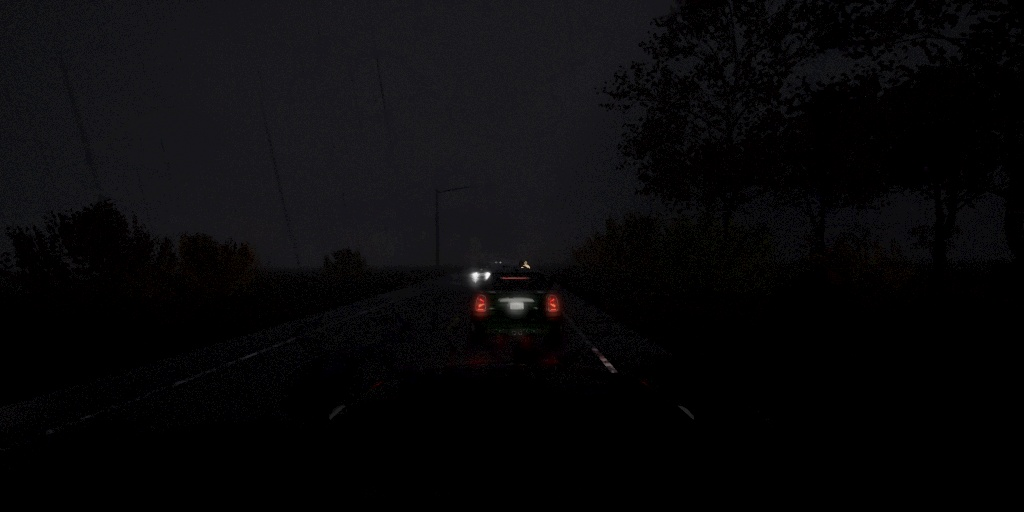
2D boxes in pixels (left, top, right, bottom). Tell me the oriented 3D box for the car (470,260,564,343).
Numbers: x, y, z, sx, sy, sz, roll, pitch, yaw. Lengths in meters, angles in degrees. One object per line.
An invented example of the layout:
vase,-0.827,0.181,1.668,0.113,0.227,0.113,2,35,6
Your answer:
car,0.113,1.099,9.857,2.097,1.767,4.553,0,0,0

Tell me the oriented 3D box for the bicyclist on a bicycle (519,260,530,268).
bicyclist on a bicycle,0.973,1.177,25.680,0.866,1.612,1.509,0,0,1

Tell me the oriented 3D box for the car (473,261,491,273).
car,-3.662,1.336,44.803,1.895,1.301,4.718,0,0,0
